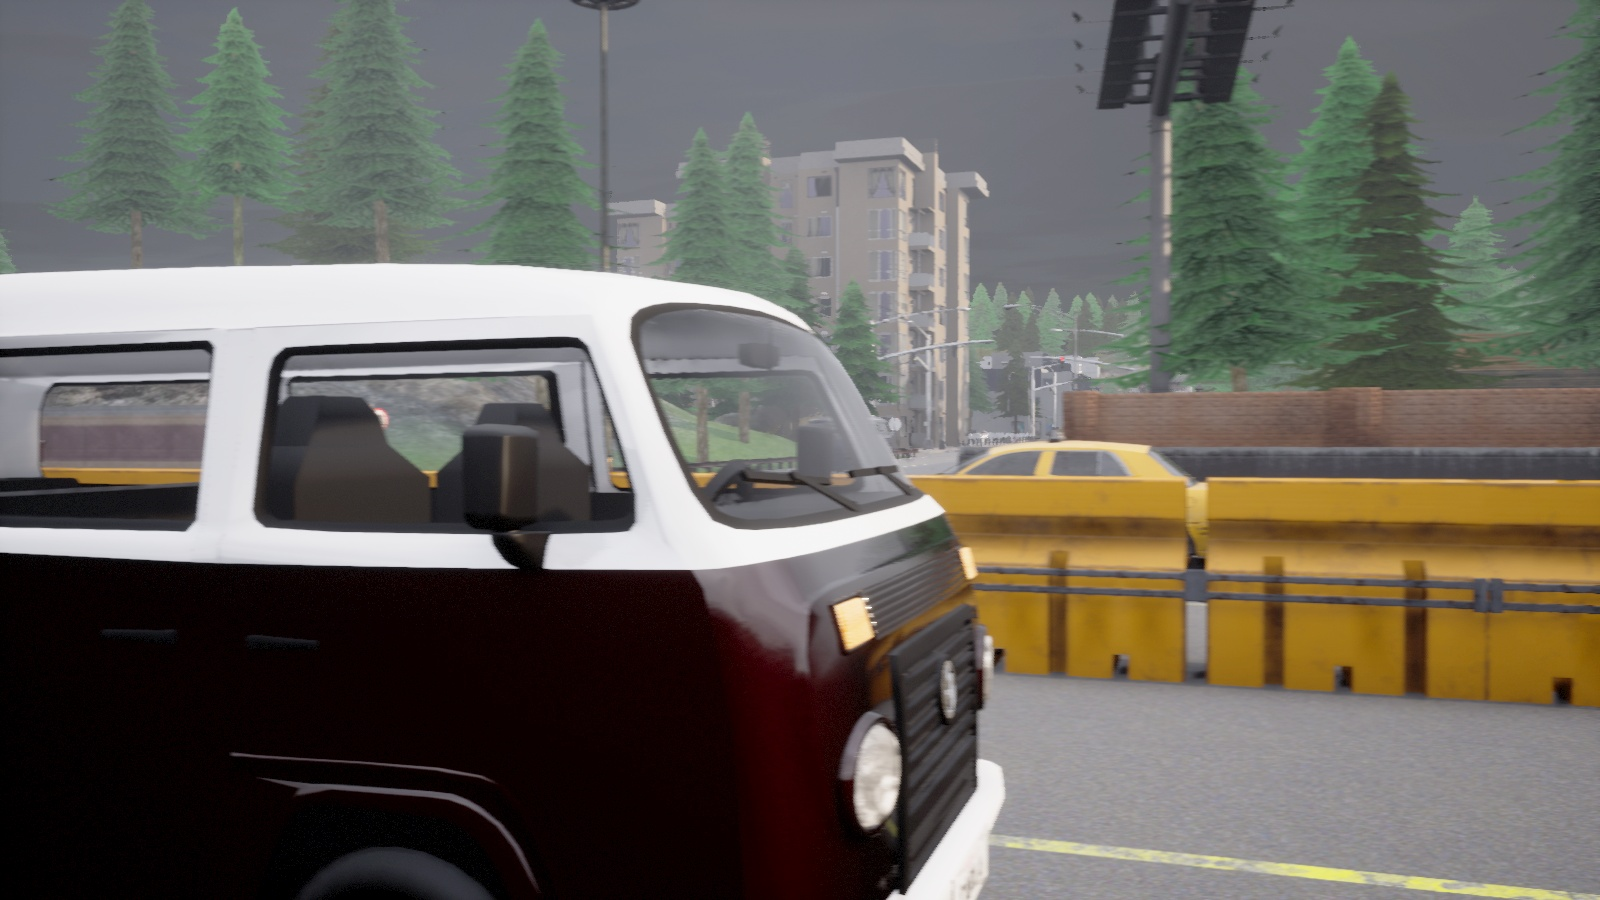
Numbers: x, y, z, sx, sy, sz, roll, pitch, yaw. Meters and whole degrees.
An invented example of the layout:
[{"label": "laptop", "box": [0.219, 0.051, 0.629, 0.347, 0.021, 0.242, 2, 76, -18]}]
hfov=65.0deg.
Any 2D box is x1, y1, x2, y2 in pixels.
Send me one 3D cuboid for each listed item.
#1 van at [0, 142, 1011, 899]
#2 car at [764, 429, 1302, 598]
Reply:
[{"label": "van", "box": [-1.772, 0.486, 3.799, 4.480, 2.038, 2.069, 0, 1, 19]}, {"label": "car", "box": [2.440, 0.564, 13.460, 5.366, 1.575, 1.801, 0, 1, 19]}]
